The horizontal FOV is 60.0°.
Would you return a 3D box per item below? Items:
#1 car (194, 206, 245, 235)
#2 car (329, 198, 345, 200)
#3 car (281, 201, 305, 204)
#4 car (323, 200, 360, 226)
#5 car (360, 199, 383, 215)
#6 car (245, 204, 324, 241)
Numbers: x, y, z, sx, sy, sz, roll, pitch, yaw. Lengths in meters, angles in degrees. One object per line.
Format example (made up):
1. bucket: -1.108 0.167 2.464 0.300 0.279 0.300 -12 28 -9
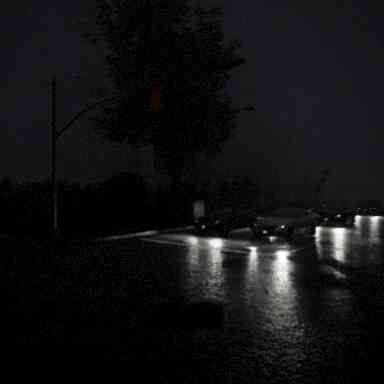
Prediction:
1. car: 2.100 1.533 19.060 1.812 1.442 4.674 0 0 40
2. car: 15.818 1.433 36.442 1.882 1.535 5.008 0 0 38
3. car: 7.837 1.490 26.240 2.128 1.511 4.902 0 0 38
4. car: 10.233 1.522 23.630 1.812 1.442 4.674 0 0 38
5. car: 17.711 1.464 33.159 1.837 1.490 4.892 0 0 38
6. car: 4.806 1.530 16.839 1.812 1.442 4.674 0 0 40
